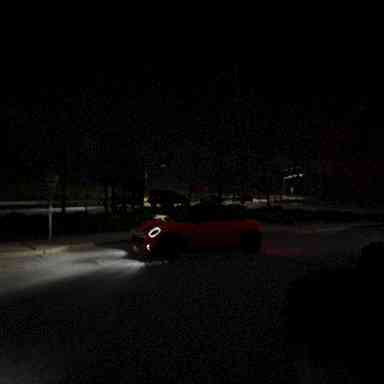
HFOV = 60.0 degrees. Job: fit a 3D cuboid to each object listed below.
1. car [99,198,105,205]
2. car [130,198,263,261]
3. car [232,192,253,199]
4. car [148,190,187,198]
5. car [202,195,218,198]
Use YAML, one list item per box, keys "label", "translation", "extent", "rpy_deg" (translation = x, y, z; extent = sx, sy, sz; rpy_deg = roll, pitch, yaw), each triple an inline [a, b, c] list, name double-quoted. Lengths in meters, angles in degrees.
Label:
- label: "car"
  translation: [-8.751, 0.941, 39.366]
  extent: [2.128, 1.511, 4.902]
  rpy_deg: [1, 1, 36]
- label: "car"
  translation: [0.186, 1.231, 11.667]
  extent: [4.553, 1.767, 2.097]
  rpy_deg: [1, 1, -26]
- label: "car"
  translation: [8.801, 0.865, 57.720]
  extent: [2.097, 1.767, 4.553]
  rpy_deg: [1, 1, 36]
- label: "car"
  translation: [-2.852, 0.743, 40.781]
  extent: [2.150, 2.045, 5.566]
  rpy_deg: [1, 1, 41]
- label: "car"
  translation: [3.059, 1.077, 49.671]
  extent: [1.994, 1.385, 4.181]
  rpy_deg: [1, 1, 36]
